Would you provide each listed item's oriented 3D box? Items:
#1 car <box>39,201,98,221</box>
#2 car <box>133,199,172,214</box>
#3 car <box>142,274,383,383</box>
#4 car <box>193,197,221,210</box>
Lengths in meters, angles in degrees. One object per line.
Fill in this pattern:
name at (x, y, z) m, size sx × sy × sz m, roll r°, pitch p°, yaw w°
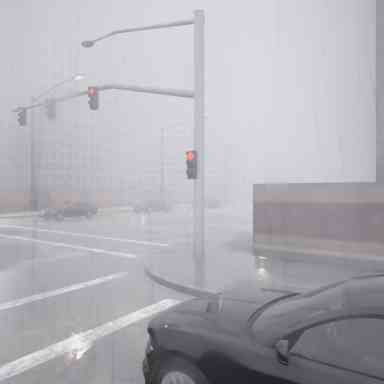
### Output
car at (-10.075, 1.491, 27.417) m, size 2.128 × 1.511 × 4.902 m, roll 0°, pitch 0°, yaw 34°
car at (-4.146, 1.505, 35.555) m, size 1.837 × 1.490 × 4.892 m, roll 0°, pitch 0°, yaw 36°
car at (1.759, 1.478, 2.751) m, size 5.008 × 1.535 × 1.882 m, roll 0°, pitch 0°, yaw 37°
car at (2.025, 1.478, 44.009) m, size 1.882 × 1.535 × 5.008 m, roll 0°, pitch 0°, yaw 36°
